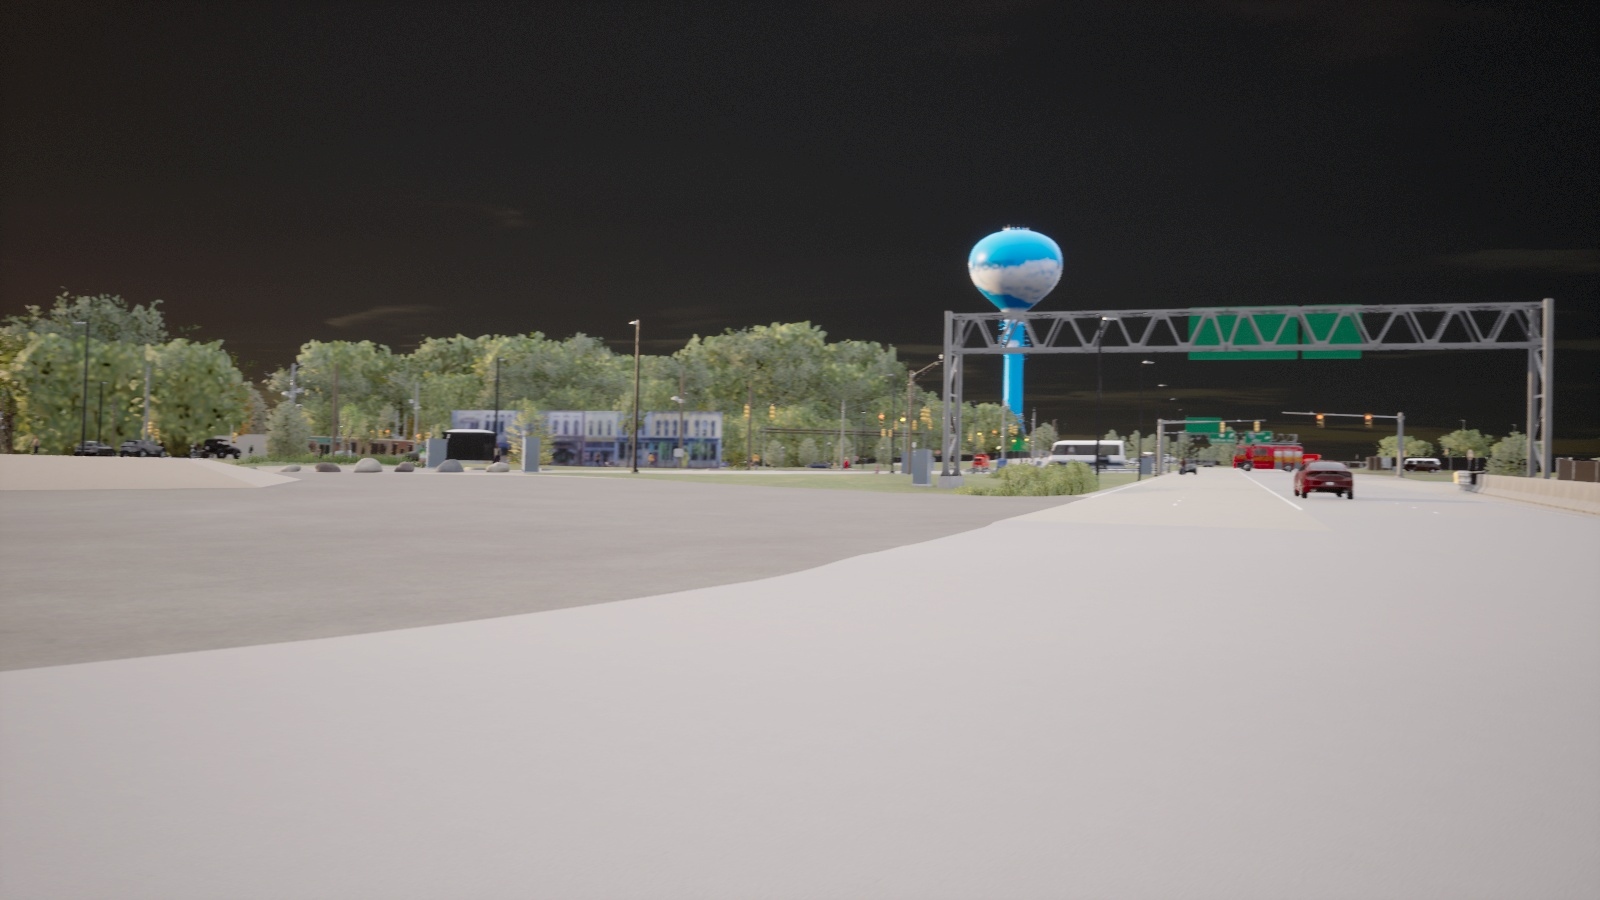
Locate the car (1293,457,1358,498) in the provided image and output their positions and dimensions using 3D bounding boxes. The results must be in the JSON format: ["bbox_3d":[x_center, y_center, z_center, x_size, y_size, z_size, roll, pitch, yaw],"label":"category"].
[{"bbox_3d":[21.070,1.065,50.485,1.882,1.535,5.008,1,0,17],"label":"car"}]
